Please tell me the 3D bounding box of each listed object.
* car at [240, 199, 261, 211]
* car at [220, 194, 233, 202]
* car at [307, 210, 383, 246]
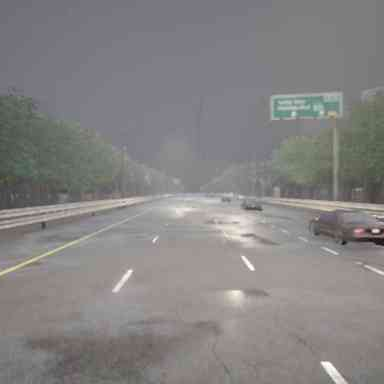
[{"bbox_3d":[7.074,1.540,40.149,1.994,1.385,4.181,0,0,0],"label":"car"},{"bbox_3d":[7.144,1.477,71.597,1.812,1.442,4.674,0,0,0],"label":"car"},{"bbox_3d":[7.018,1.540,15.207,2.033,1.411,5.357,0,0,0],"label":"car"}]
